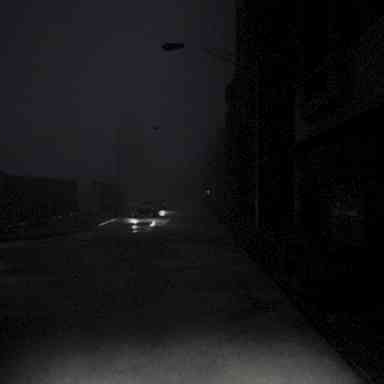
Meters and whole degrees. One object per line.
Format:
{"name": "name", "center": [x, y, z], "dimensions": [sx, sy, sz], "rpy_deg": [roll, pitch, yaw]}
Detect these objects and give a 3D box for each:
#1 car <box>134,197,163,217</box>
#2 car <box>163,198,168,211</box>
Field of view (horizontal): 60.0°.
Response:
{"name": "car", "center": [-4.104, 1.442, 30.924], "dimensions": [1.882, 1.535, 5.008], "rpy_deg": [0, 0, 0]}
{"name": "car", "center": [-4.073, 1.457, 40.952], "dimensions": [1.837, 1.490, 4.892], "rpy_deg": [0, 0, 1]}
